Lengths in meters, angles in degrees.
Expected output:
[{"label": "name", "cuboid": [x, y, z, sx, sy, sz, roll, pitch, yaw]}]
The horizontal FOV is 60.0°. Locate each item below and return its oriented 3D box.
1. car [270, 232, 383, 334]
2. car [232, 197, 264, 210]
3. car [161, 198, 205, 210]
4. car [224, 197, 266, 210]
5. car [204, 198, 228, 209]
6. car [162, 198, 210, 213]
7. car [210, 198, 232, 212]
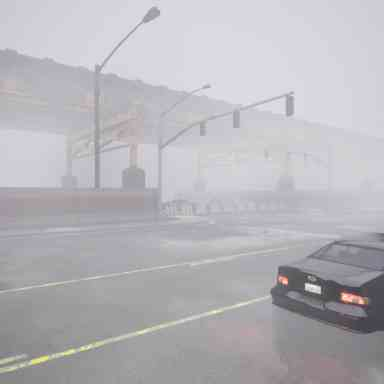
[{"label": "car", "cuboid": [3.916, 1.547, 6.647, 5.357, 1.411, 2.033, 0, 0, -36]}, {"label": "car", "cuboid": [6.659, 1.295, 42.476, 4.536, 1.218, 1.853, 0, 0, -8]}, {"label": "car", "cuboid": [-0.929, 1.295, 35.965, 4.536, 1.218, 1.853, 0, 0, 7]}, {"label": "car", "cuboid": [6.710, 1.453, 42.483, 4.974, 1.542, 2.038, 0, 0, -8]}, {"label": "car", "cuboid": [2.854, 1.295, 38.732, 1.853, 1.218, 4.536, 0, 0, 17]}, {"label": "car", "cuboid": [-0.878, 1.453, 35.959, 4.974, 1.542, 2.038, 0, 0, 7]}, {"label": "car", "cuboid": [2.839, 1.453, 38.683, 2.038, 1.542, 4.974, 0, 0, 17]}]
